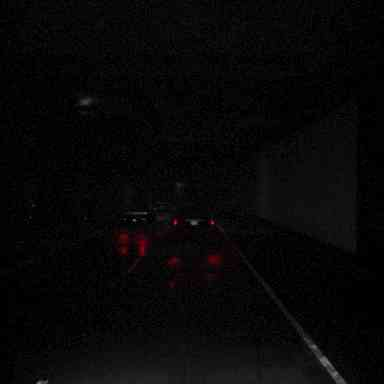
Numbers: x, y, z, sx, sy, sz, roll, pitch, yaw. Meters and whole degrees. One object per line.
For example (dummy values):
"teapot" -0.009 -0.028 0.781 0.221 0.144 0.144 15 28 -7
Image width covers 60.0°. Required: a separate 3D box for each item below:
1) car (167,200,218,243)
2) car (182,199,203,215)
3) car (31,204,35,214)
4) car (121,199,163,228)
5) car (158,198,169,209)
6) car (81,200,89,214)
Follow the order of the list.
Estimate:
"car" 0.089 1.340 16.204 2.097 1.767 4.553 0 0 0
"car" 0.077 1.522 35.152 2.033 1.411 5.357 0 0 0
"car" -14.117 1.329 33.115 2.097 1.767 4.553 0 0 0
"car" -3.414 1.475 22.129 2.128 1.511 4.902 0 0 0
"car" -3.426 1.464 39.856 2.128 1.511 4.902 0 0 0
"car" -10.618 1.503 32.885 1.812 1.442 4.674 0 0 0
